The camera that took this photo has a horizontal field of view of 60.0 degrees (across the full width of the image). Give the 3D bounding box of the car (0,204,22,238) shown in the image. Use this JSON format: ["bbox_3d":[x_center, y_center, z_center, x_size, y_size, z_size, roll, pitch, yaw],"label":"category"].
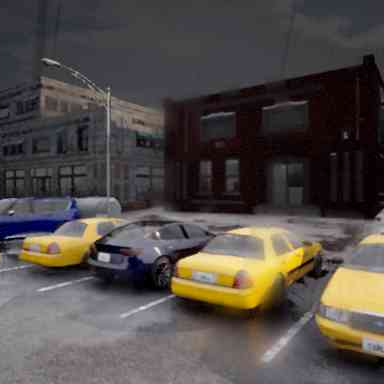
[{"bbox_3d":[-11.892,1.594,17.401,2.002,1.452,4.674,0,0,35],"label":"car"}]

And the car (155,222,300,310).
[{"bbox_3d":[1.698,1.484,7.970,1.946,1.575,5.366,0,0,35],"label":"car"}]

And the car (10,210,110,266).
[{"bbox_3d":[-2.798,1.501,11.164,1.946,1.575,5.366,0,0,35],"label":"car"}]

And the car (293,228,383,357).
[{"bbox_3d":[3.733,1.478,6.065,1.946,1.575,5.366,0,0,36],"label":"car"}]

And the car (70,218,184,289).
[{"bbox_3d":[-0.639,1.525,9.439,2.163,1.488,4.792,0,0,35],"label":"car"}]
